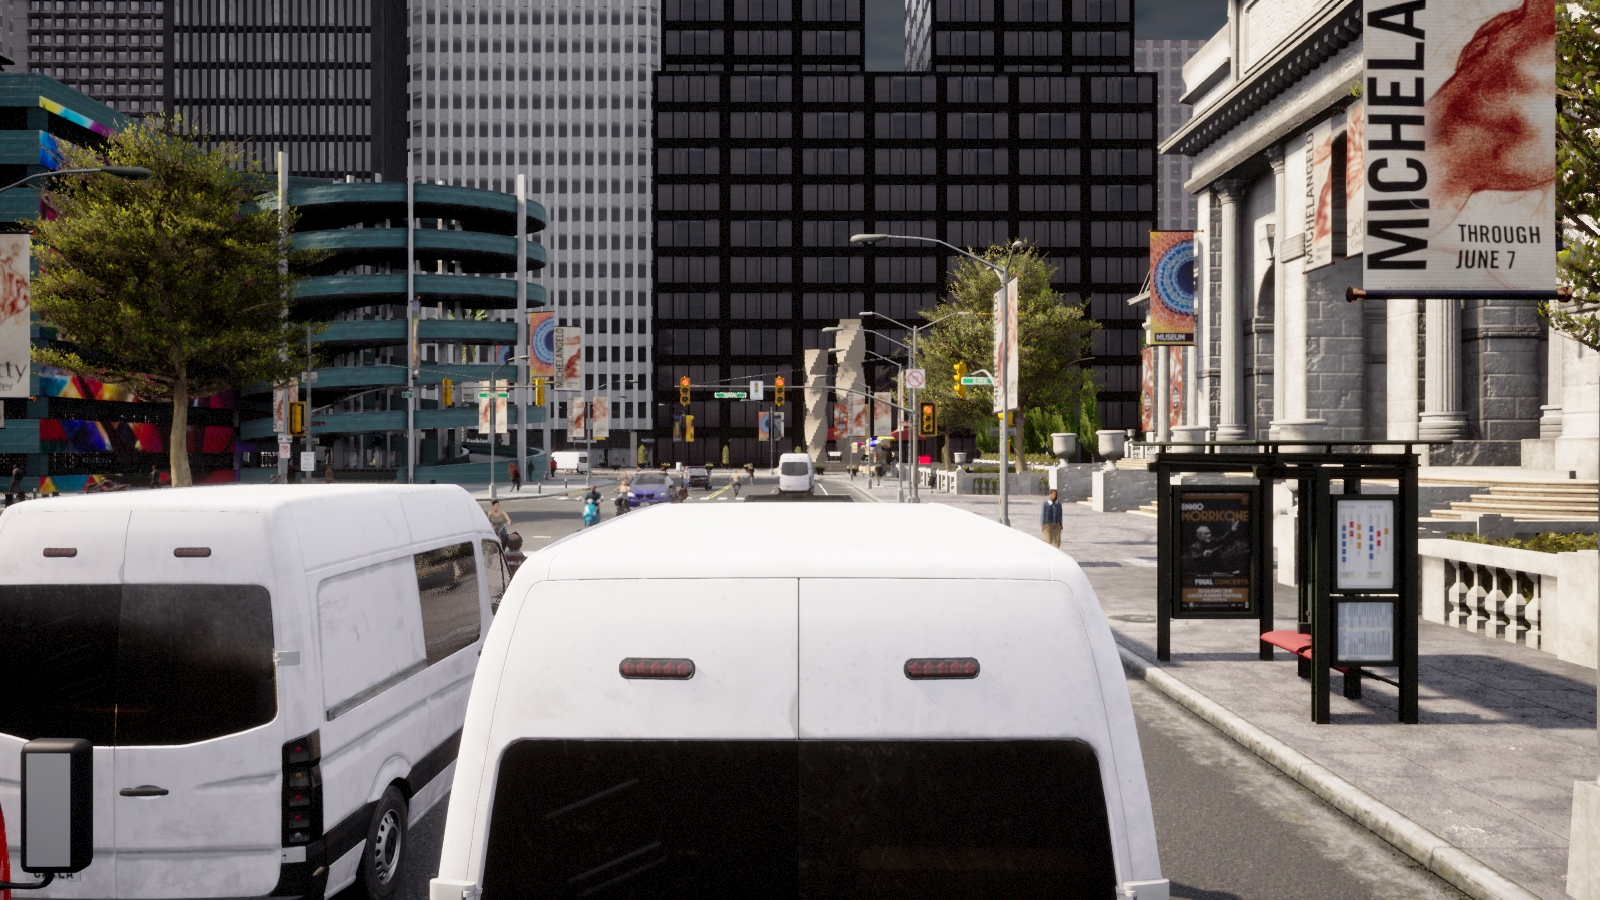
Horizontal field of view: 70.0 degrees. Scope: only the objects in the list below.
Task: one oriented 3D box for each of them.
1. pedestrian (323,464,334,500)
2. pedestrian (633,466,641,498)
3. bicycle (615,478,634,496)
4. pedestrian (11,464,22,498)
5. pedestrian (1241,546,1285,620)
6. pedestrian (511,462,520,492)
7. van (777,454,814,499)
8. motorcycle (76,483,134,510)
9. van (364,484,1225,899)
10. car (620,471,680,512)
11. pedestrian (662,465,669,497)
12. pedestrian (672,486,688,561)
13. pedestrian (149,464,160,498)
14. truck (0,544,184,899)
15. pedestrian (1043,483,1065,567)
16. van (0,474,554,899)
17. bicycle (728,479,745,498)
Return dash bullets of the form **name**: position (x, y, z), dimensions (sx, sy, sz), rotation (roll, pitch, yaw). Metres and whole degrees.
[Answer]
- **pedestrian**: position (-24.816, 1.674, 60.145), dimensions (0.375, 1.860, 0.375), rotation (0, 0, 28)
- **pedestrian**: position (-9.314, 1.824, 65.339), dimensions (0.375, 1.860, 0.375), rotation (0, 0, 7)
- **bicycle**: position (-10.634, 2.230, 69.335), dimensions (0.859, 1.080, 1.487), rotation (0, 0, 2)
- **pedestrian**: position (-42.815, 1.673, 62.426), dimensions (0.375, 1.860, 0.375), rotation (0, 0, 5)
- **pedestrian**: position (7.239, 2.069, 17.866), dimensions (0.500, 1.100, 0.500), rotation (0, 0, 1)
- **pedestrian**: position (-17.673, 1.670, 70.918), dimensions (0.375, 1.860, 0.375), rotation (0, 0, 23)
- **van**: position (-0.210, 1.508, 68.261), dimensions (1.988, 2.561, 5.915), rotation (0, 0, 2)
- **motorcycle**: position (-32.754, 2.185, 53.852), dimensions (2.209, 1.251, 0.867), rotation (0, 0, 0)
- **van**: position (-0.014, 1.532, 5.596), dimensions (1.988, 2.561, 5.915), rotation (0, 0, 0)
- **car**: position (-7.055, 1.938, 54.192), dimensions (2.242, 1.667, 4.611), rotation (0, 1, 0)
- **pedestrian**: position (-7.849, 1.824, 66.586), dimensions (0.375, 1.860, 0.375), rotation (0, 0, -17)
- **pedestrian**: position (-3.008, 1.838, 28.659), dimensions (0.375, 1.860, 0.375), rotation (0, 0, -3)
- **pedestrian**: position (-34.804, 1.673, 61.634), dimensions (0.375, 1.860, 0.375), rotation (0, 0, 13)
- **truck**: position (-3.506, 1.567, 1.456), dimensions (2.627, 2.467, 5.204), rotation (0, 0, 0)
- **pedestrian**: position (5.733, 1.686, 25.815), dimensions (0.375, 1.860, 0.375), rotation (0, 0, -6)
- **van**: position (-3.517, 1.531, 8.781), dimensions (1.988, 2.561, 5.915), rotation (0, 0, 0)
- **bicycle**: position (-3.698, 2.231, 66.681), dimensions (0.859, 1.080, 1.487), rotation (0, 0, 1)
